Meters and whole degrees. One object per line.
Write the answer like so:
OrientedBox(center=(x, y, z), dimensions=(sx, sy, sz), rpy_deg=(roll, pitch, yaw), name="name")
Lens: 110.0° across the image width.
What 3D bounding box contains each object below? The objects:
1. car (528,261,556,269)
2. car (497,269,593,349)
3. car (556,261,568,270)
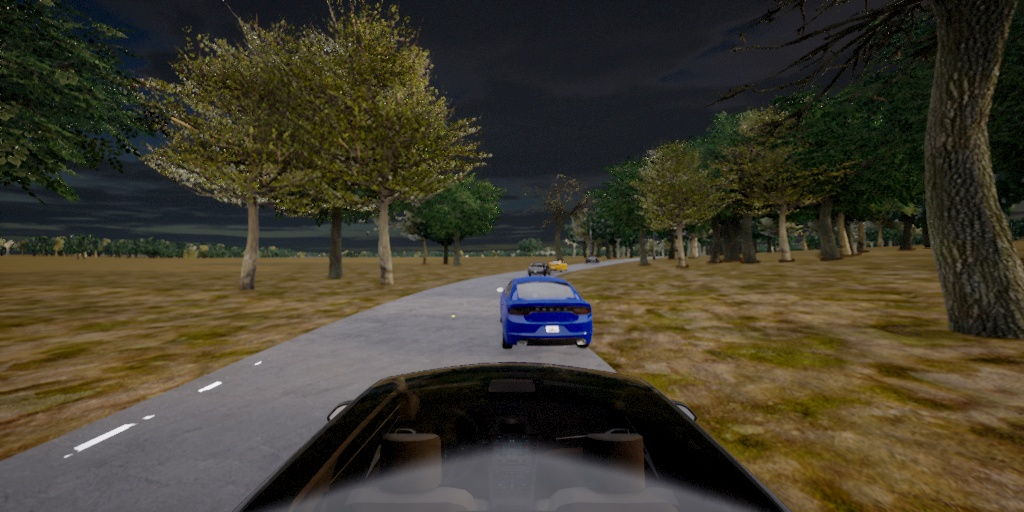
OrientedBox(center=(2.975, 1.388, 38.285), dimensions=(2.128, 1.511, 4.902), rpy_deg=(0, 0, 15), name="car")
OrientedBox(center=(0.648, 1.260, 9.334), dimensions=(1.882, 1.535, 5.008), rpy_deg=(0, 0, -3), name="car")
OrientedBox(center=(6.145, 1.341, 48.154), dimensions=(1.882, 1.535, 5.008), rpy_deg=(0, 0, 22), name="car")
